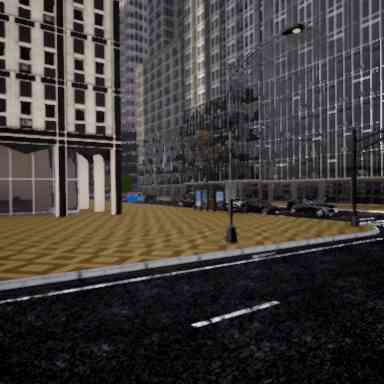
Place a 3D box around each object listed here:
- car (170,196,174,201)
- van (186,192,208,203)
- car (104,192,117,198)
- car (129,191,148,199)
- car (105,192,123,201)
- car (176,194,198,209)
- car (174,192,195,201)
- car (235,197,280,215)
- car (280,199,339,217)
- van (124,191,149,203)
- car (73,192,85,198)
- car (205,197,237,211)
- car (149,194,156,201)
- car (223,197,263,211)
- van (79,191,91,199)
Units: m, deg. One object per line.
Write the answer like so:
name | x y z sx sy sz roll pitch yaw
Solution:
car | -2.424 1.080 60.423 1.802 1.307 4.206 0 1 -34
van | 0.779 0.892 55.726 1.690 1.788 3.998 0 1 -34
car | -21.649 0.726 88.589 2.008 1.369 4.403 0 1 -34
car | -12.037 0.652 74.503 2.192 1.841 5.009 0 1 -34
car | -15.755 1.068 65.089 2.008 1.369 4.403 0 1 -34
car | 0.221 1.347 41.588 1.947 1.339 4.313 0 1 -34
car | -0.062 1.207 46.687 1.837 1.490 4.892 -1 1 -34
car | 6.566 1.451 32.155 1.947 1.339 4.313 0 1 -34
car | 10.972 1.370 30.509 2.128 1.511 4.902 -1 1 -34
van | -9.346 0.965 55.698 1.690 1.788 3.998 0 1 -34
car | -28.570 0.742 83.865 1.967 1.590 4.097 0 1 -34
car | 3.376 1.415 36.862 1.802 1.307 4.206 0 1 -34
car | -9.559 0.959 66.248 1.837 1.490 4.892 -1 1 -34
car | 5.770 1.321 38.135 1.812 1.442 4.674 -1 1 -34
van | -25.367 0.697 79.170 1.690 1.788 3.998 0 1 -34
